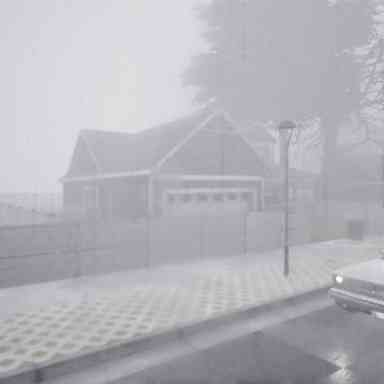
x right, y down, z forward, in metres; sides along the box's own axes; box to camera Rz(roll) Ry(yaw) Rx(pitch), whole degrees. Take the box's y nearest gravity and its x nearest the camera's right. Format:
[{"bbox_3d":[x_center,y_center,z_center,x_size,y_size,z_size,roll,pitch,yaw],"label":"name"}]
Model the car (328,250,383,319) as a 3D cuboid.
[{"bbox_3d":[4.729,1.606,6.435,4.718,1.301,1.895,0,0,-35],"label":"car"}]
